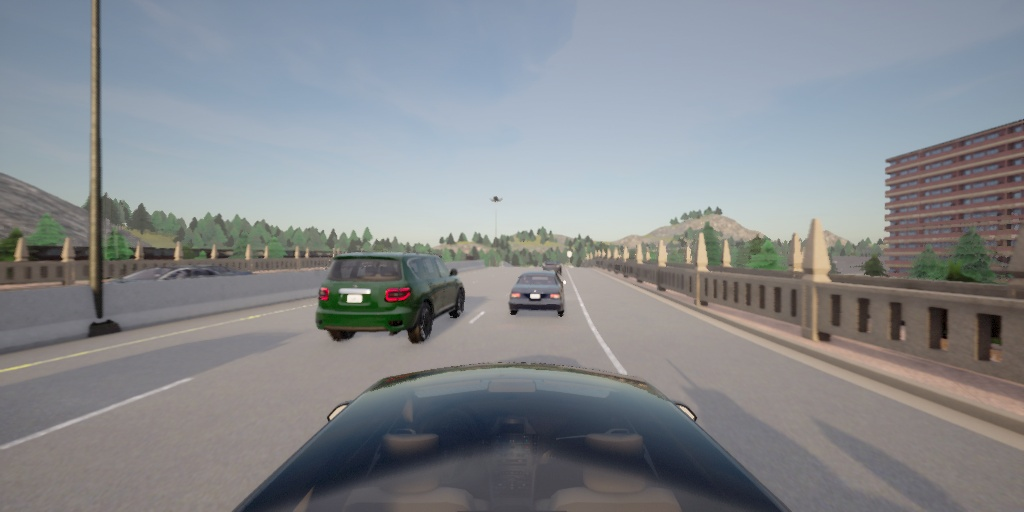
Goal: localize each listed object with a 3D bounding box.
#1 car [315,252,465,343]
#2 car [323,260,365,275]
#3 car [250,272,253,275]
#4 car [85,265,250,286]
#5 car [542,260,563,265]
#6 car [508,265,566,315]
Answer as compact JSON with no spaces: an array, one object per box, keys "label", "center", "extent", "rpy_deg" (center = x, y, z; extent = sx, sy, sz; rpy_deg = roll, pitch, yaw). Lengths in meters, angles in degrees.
[{"label":"car","center":[-2.866,0.929,9.781],"extent":[2.150,2.045,5.566],"rpy_deg":[0,0,5]},{"label":"car","center":[-17.135,1.114,36.826],"extent":[1.994,1.385,4.181],"rpy_deg":[0,0,8]},{"label":"car","center":[-16.113,1.171,18.459],"extent":[2.033,1.411,5.357],"rpy_deg":[0,0,8]},{"label":"car","center":[-13.187,1.144,13.759],"extent":[2.128,1.511,4.902],"rpy_deg":[0,0,7]},{"label":"car","center":[3.925,1.129,35.042],"extent":[2.128,1.511,4.902],"rpy_deg":[0,0,8]},{"label":"car","center":[1.021,1.256,13.372],"extent":[2.033,1.411,5.357],"rpy_deg":[0,0,7]}]
